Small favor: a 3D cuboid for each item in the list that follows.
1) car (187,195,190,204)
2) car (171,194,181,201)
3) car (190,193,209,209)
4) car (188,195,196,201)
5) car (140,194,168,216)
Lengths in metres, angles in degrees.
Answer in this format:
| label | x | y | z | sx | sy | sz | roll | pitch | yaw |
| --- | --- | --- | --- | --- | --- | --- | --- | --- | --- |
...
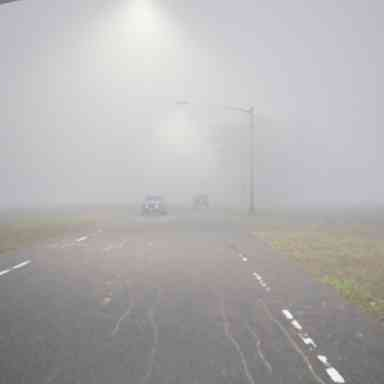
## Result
| label | x | y | z | sx | sy | sz | roll | pitch | yaw |
| --- | --- | --- | --- | --- | --- | --- | --- | --- | --- |
| car | -0.008 | 1.519 | 64.349 | 2.033 | 1.411 | 5.357 | 0 | 0 | 0 |
| car | -3.510 | 1.136 | 72.680 | 2.097 | 1.767 | 4.553 | 0 | 0 | 0 |
| car | 1.219 | 1.207 | 45.657 | 2.150 | 2.045 | 5.566 | 0 | 0 | 0 |
| car | -0.012 | 1.398 | 81.860 | 1.895 | 1.301 | 4.718 | 0 | 0 | 0 |
| car | -3.599 | 1.209 | 32.340 | 2.150 | 2.045 | 5.566 | 0 | 0 | 0 |
